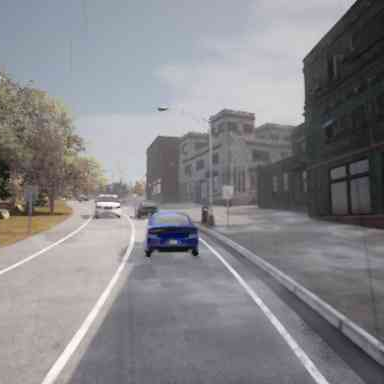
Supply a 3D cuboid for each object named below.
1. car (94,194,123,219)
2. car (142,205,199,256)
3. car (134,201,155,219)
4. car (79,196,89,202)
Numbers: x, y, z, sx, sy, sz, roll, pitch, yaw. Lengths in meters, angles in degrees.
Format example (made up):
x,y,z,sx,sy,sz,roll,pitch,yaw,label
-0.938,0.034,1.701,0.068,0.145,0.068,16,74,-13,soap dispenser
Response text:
x,y,z,sx,sy,sz,roll,pitch,yaw,label
-7.531,1.256,29.829,2.150,2.045,5.566,1,0,-15,car
-0.897,1.514,13.444,1.882,1.535,5.008,1,0,-7,car
-4.257,1.612,30.754,1.837,1.490,4.892,1,0,-15,car
-22.102,1.435,68.259,1.895,1.301,4.718,2,0,-20,car
